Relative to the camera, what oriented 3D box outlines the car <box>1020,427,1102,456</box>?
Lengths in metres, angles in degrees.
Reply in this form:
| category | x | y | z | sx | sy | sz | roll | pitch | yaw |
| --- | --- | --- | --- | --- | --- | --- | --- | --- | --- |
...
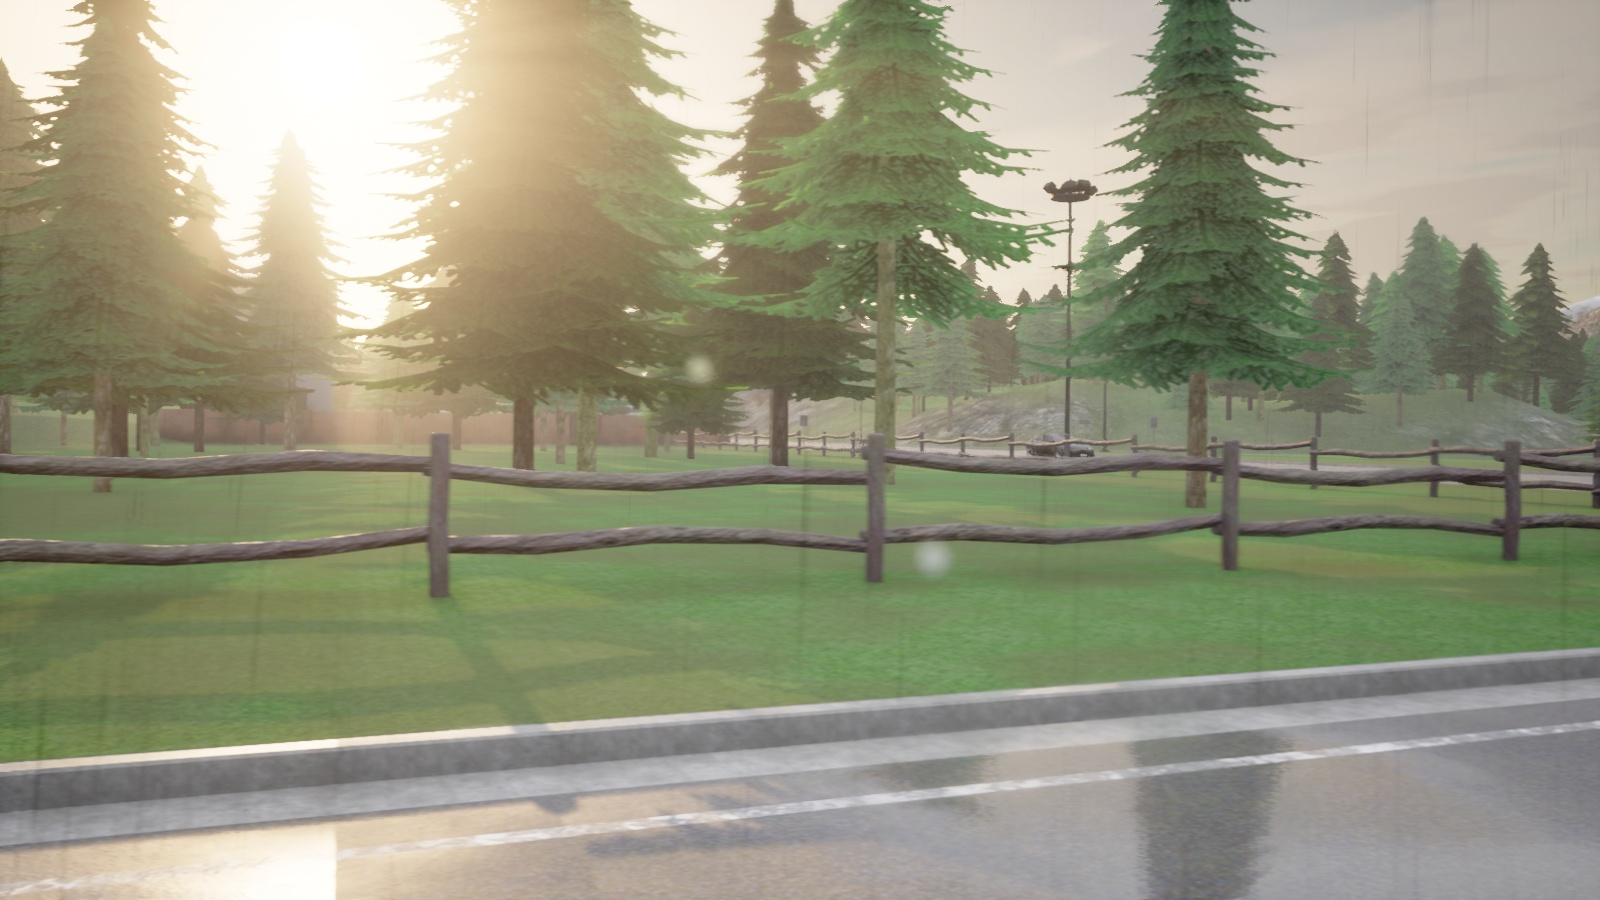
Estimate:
| category | x | y | z | sx | sy | sz | roll | pitch | yaw |
| --- | --- | --- | --- | --- | --- | --- | --- | --- | --- |
| car | 14.160 | -0.470 | 68.517 | 2.163 | 1.488 | 4.792 | -1 | 1 | -20 |
